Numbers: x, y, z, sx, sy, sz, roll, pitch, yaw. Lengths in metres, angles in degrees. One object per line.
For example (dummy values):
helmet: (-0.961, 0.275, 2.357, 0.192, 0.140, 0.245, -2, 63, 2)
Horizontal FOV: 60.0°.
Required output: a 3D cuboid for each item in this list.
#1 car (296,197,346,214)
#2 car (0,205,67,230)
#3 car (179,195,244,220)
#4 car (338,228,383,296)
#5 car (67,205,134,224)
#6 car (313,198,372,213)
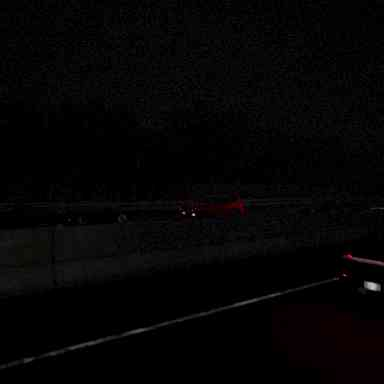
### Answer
car: (11.241, 1.467, 29.193, 5.008, 1.535, 1.882, 0, 0, -35)
car: (-9.878, 1.499, 18.325, 4.902, 1.511, 2.128, 0, 0, -35)
car: (1.649, 1.242, 26.654, 5.566, 2.045, 2.150, 0, 0, -35)
car: (5.273, 1.514, 7.504, 4.902, 1.511, 2.128, 0, 0, -35)
car: (-6.846, 1.623, 24.682, 4.718, 1.301, 1.895, 0, 0, -37)
car: (11.783, 1.488, 25.283, 4.902, 1.511, 2.128, 0, 0, -35)
